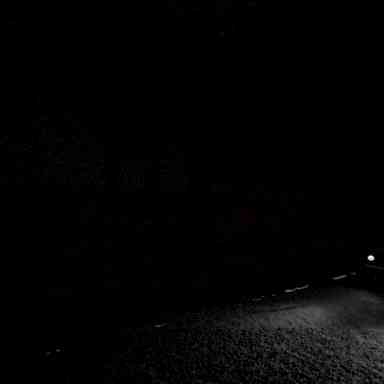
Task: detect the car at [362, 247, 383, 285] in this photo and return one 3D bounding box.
[{"bbox_3d":[6.330,1.628,8.410,4.718,1.301,1.895,0,0,-36],"label":"car"}]
